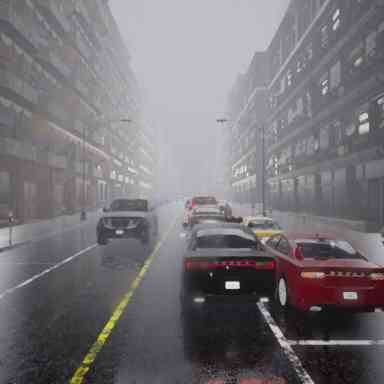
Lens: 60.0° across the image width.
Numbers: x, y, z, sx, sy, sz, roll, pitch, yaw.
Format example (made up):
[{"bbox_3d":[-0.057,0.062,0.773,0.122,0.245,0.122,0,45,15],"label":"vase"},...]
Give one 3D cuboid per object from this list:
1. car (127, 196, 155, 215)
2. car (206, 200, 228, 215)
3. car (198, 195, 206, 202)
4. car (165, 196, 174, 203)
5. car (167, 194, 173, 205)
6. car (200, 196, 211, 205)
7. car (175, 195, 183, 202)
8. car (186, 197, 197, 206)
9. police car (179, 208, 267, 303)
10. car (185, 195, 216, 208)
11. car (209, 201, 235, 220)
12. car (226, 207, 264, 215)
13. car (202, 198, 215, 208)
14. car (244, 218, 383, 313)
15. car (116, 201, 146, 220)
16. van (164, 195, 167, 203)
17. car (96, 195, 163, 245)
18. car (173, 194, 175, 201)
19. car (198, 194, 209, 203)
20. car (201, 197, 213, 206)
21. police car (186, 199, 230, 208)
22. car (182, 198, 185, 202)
[{"bbox_3d":[-5.320,1.369,35.348,2.192,1.841,5.009,2,0,0],"label":"car"},{"bbox_3d":[2.554,1.604,35.291,2.008,1.369,4.403,1,0,0],"label":"car"},{"bbox_3d":[2.481,1.675,85.069,1.967,1.590,4.097,1,0,0],"label":"car"},{"bbox_3d":[-5.363,1.774,79.590,1.947,1.339,4.313,1,0,0],"label":"car"},{"bbox_3d":[-5.343,1.454,62.999,2.192,1.841,5.009,1,0,0],"label":"car"},{"bbox_3d":[2.542,1.579,62.945,1.967,1.590,4.097,1,0,0],"label":"car"},{"bbox_3d":[-2.817,1.732,79.269,1.812,1.442,4.674,0,0,0],"label":"car"},{"bbox_3d":[-0.049,1.650,59.027,1.812,1.442,4.674,0,0,0],"label":"car"},{"bbox_3d":[0.701,1.432,8.410,1.930,1.638,5.238,0,0,0],"label":"police car"},{"bbox_3d":[0.804,1.256,24.340,2.150,2.045,5.566,0,0,0],"label":"car"},{"bbox_3d":[2.559,1.587,29.759,1.887,1.381,4.507,1,0,0],"label":"car"},{"bbox_3d":[2.573,1.538,13.339,1.752,1.417,4.829,1,0,0],"label":"car"},{"bbox_3d":[2.541,1.644,51.883,1.887,1.381,4.507,1,0,0],"label":"car"},{"bbox_3d":[2.577,1.551,7.637,1.887,1.381,4.507,1,0,0],"label":"car"},{"bbox_3d":[-5.321,1.567,29.646,1.752,1.417,4.829,2,0,0],"label":"car"},{"bbox_3d":[-5.335,1.441,51.938,1.690,1.788,3.998,1,0,0],"label":"van"},{"bbox_3d":[-2.863,1.237,15.903,2.150,2.045,5.566,0,0,0],"label":"car"},{"bbox_3d":[-5.348,1.476,68.529,2.192,1.841,5.009,1,0,0],"label":"car"},{"bbox_3d":[2.494,1.498,74.007,2.192,1.841,5.009,1,0,0],"label":"car"},{"bbox_3d":[2.536,1.663,57.412,1.887,1.381,4.507,1,0,0],"label":"car"},{"bbox_3d":[0.809,1.445,18.415,1.930,1.638,5.238,0,0,0],"label":"police car"},{"bbox_3d":[-0.022,1.681,45.913,1.895,1.301,4.718,0,0,0],"label":"car"}]
